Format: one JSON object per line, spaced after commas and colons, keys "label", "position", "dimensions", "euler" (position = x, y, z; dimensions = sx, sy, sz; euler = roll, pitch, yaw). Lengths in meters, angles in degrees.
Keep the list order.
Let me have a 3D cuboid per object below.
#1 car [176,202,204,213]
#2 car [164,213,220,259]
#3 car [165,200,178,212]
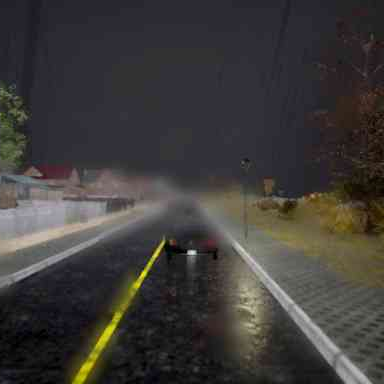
{"label": "car", "position": [0.019, 1.786, 28.497], "dimensions": [2.128, 1.511, 4.902], "euler": [0, 0, 0]}
{"label": "car", "position": [0.014, 1.738, 13.238], "dimensions": [1.895, 1.301, 4.718], "euler": [0, -1, 0]}
{"label": "car", "position": [-2.767, 1.995, 47.542], "dimensions": [1.837, 1.490, 4.892], "euler": [0, -1, 0]}
